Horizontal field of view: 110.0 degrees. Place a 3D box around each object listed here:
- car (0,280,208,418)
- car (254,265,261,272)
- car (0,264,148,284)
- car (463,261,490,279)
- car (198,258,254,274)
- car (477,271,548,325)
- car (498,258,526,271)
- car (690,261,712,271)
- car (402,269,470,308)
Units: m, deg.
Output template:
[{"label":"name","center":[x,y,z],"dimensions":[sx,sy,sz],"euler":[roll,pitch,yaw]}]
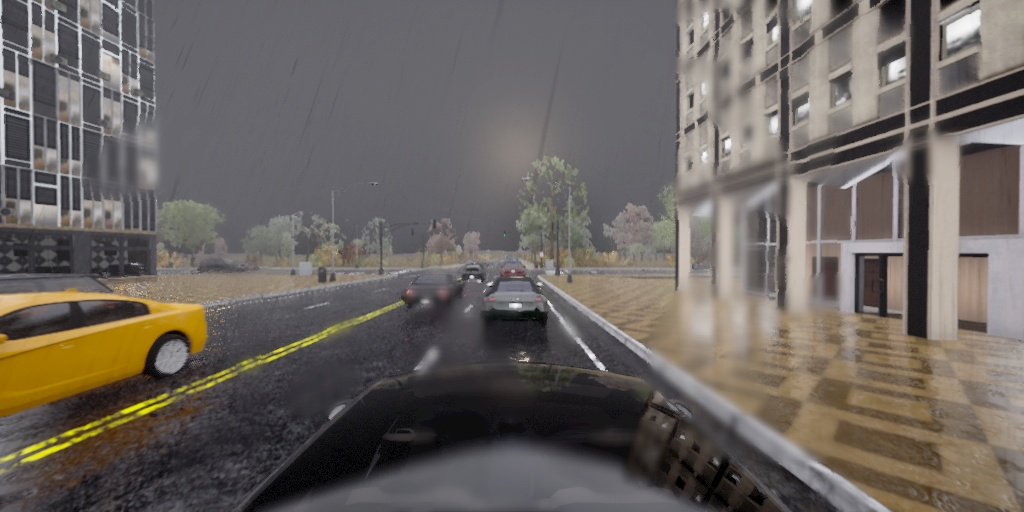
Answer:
[{"label":"car","center":[-6.600,1.244,4.551],"dimensions":[1.882,1.535,5.008],"euler":[0,0,0]},{"label":"car","center":[-36.754,1.615,48.990],"dimensions":[4.181,1.385,1.994],"euler":[0,1,3]},{"label":"car","center":[-9.851,1.128,6.389],"dimensions":[2.097,1.767,4.553],"euler":[0,0,0]},{"label":"car","center":[-3.158,1.406,30.651],"dimensions":[1.837,1.490,4.892],"euler":[0,0,0]},{"label":"car","center":[-36.812,1.305,45.728],"dimensions":[5.566,2.045,2.150],"euler":[0,1,3]},{"label":"car","center":[0.093,1.372,12.058],"dimensions":[1.994,1.385,4.181],"euler":[0,0,0]},{"label":"car","center":[0.092,1.252,30.479],"dimensions":[2.097,1.767,4.553],"euler":[0,0,0]},{"label":"car","center":[28.180,1.463,52.175],"dimensions":[4.181,1.385,1.994],"euler":[0,1,3]},{"label":"car","center":[-3.155,1.426,15.561],"dimensions":[1.895,1.301,4.718],"euler":[0,0,0]}]
